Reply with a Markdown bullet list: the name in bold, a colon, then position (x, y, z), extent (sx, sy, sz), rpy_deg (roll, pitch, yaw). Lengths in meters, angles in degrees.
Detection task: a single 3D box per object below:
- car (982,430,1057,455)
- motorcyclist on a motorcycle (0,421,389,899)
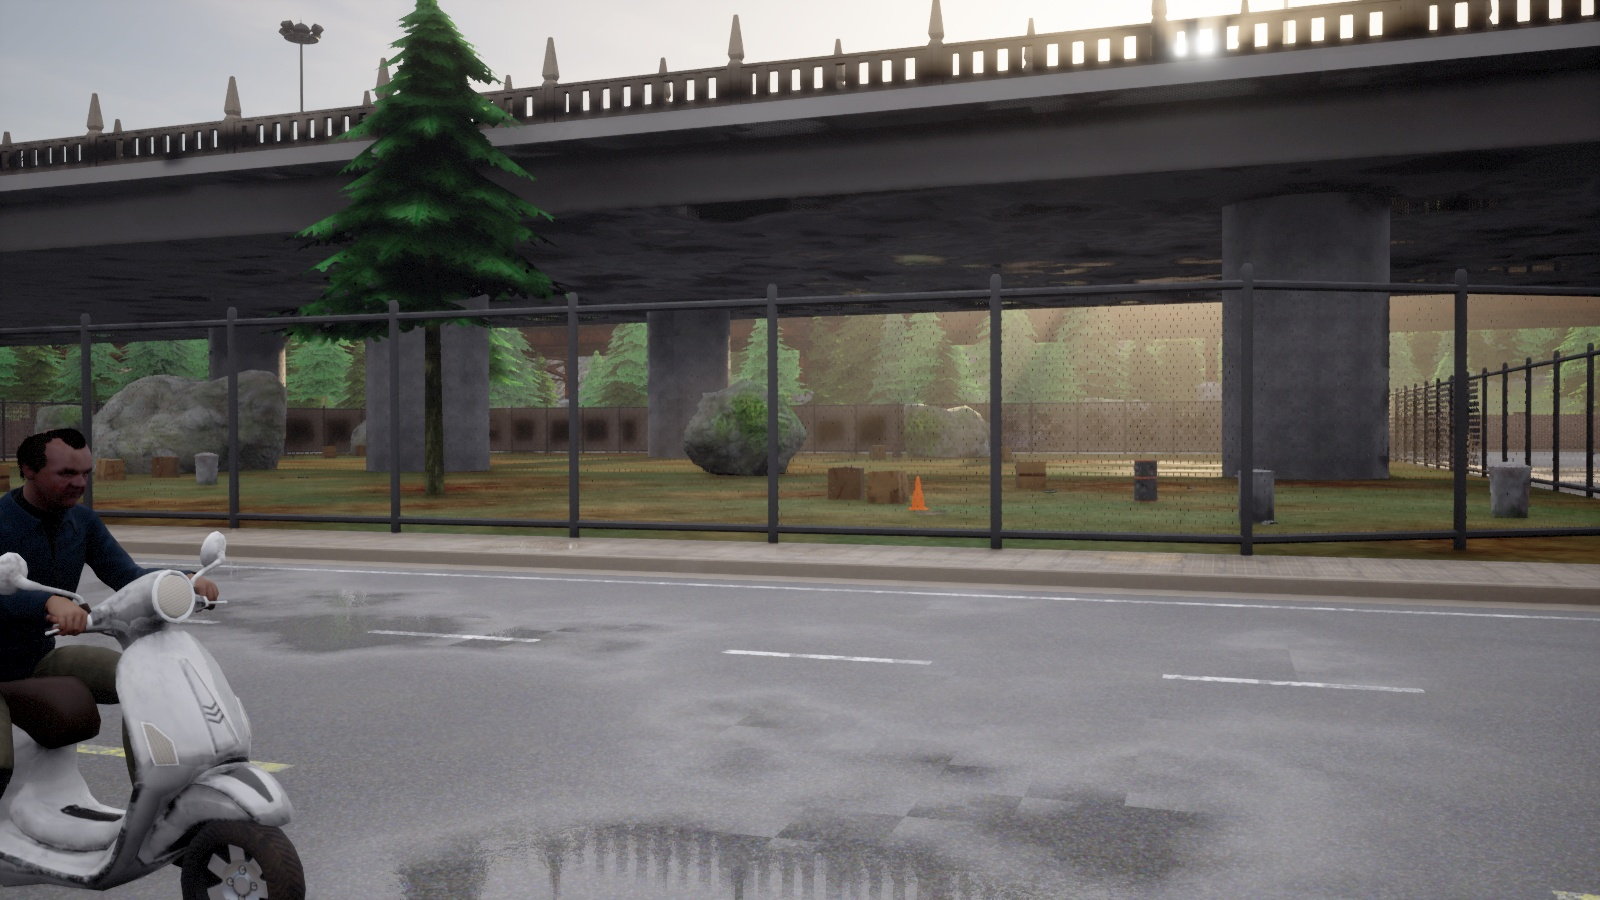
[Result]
- **car**: position (15.224, -0.524, 87.004), extent (4.856, 1.649, 2.033), rpy_deg (1, 1, 18)
- **motorcyclist on a motorcycle**: position (-2.341, 0.707, 3.980), extent (1.817, 1.590, 0.866), rpy_deg (1, 1, 19)
